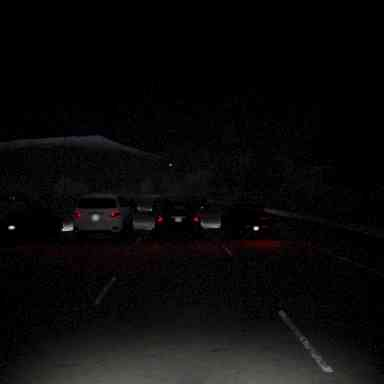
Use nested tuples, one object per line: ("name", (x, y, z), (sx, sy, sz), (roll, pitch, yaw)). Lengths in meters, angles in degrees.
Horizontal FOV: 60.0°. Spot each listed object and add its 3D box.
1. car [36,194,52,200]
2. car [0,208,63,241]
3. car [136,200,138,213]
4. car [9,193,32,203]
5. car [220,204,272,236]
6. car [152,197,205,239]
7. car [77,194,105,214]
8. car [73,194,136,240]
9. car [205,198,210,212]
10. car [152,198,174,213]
("car", (-25.739, 1.107, 58.034), (2.128, 1.511, 4.902), (0, 0, -11))
("car", (-7.740, 1.457, 16.013), (1.994, 1.385, 4.181), (0, 0, -5))
("car", (-6.471, 1.256, 33.549), (2.128, 1.511, 4.902), (0, 0, -10))
("car", (-29.175, 0.973, 57.375), (2.097, 1.767, 4.553), (0, 0, -11))
("car", (2.682, 1.374, 17.410), (1.837, 1.490, 4.892), (0, 0, -5))
("car", (-0.773, 1.231, 16.600), (2.097, 1.767, 4.553), (0, 0, -5))
("car", (-9.948, 1.124, 33.092), (2.097, 1.767, 4.553), (0, 0, -10))
("car", (-4.242, 1.106, 16.507), (2.150, 2.045, 5.566), (0, 0, -5))
("car", (0.562, 1.244, 33.921), (2.128, 1.511, 4.902), (0, 0, -9))
("car", (-3.069, 1.318, 34.359), (1.994, 1.385, 4.181), (0, 0, -10))
